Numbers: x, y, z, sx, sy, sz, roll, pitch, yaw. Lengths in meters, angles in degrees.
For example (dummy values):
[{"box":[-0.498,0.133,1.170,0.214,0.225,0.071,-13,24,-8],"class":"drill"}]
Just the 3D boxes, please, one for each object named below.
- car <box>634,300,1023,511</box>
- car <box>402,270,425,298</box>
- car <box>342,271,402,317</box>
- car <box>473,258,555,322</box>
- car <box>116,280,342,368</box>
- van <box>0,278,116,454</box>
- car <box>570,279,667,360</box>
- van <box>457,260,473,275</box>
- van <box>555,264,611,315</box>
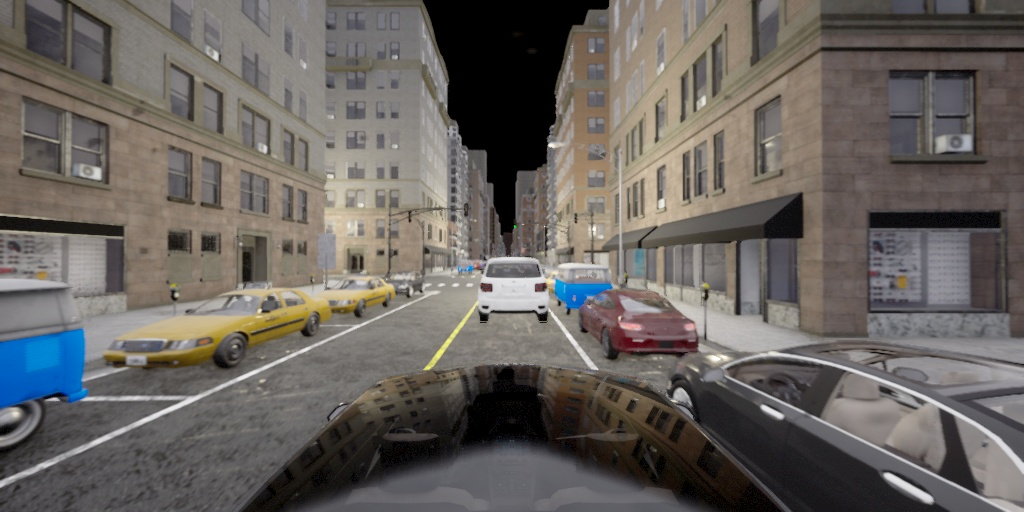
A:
[{"box":[2.669,1.308,2.561,2.007,1.370,4.403,0,0,0],"class":"car"},{"box":[-5.928,1.459,19.516,2.007,1.370,4.403,0,0,0],"class":"car"},{"box":[-5.903,1.386,13.679,1.751,1.417,4.829,0,0,0],"class":"car"},{"box":[0.040,1.074,12.838,2.150,2.045,5.566,0,0,0],"class":"car"},{"box":[-5.879,1.336,8.010,1.751,1.417,4.829,0,0,0],"class":"car"},{"box":[-5.856,1.099,2.511,1.690,1.789,3.998,0,0,0],"class":"van"},{"box":[2.645,1.392,8.231,1.802,1.307,4.207,0,0,0],"class":"car"},{"box":[-6.043,1.481,46.711,1.690,1.789,3.998,0,0,0],"class":"van"},{"box":[2.621,1.200,13.901,1.690,1.789,3.998,0,0,0],"class":"van"}]
